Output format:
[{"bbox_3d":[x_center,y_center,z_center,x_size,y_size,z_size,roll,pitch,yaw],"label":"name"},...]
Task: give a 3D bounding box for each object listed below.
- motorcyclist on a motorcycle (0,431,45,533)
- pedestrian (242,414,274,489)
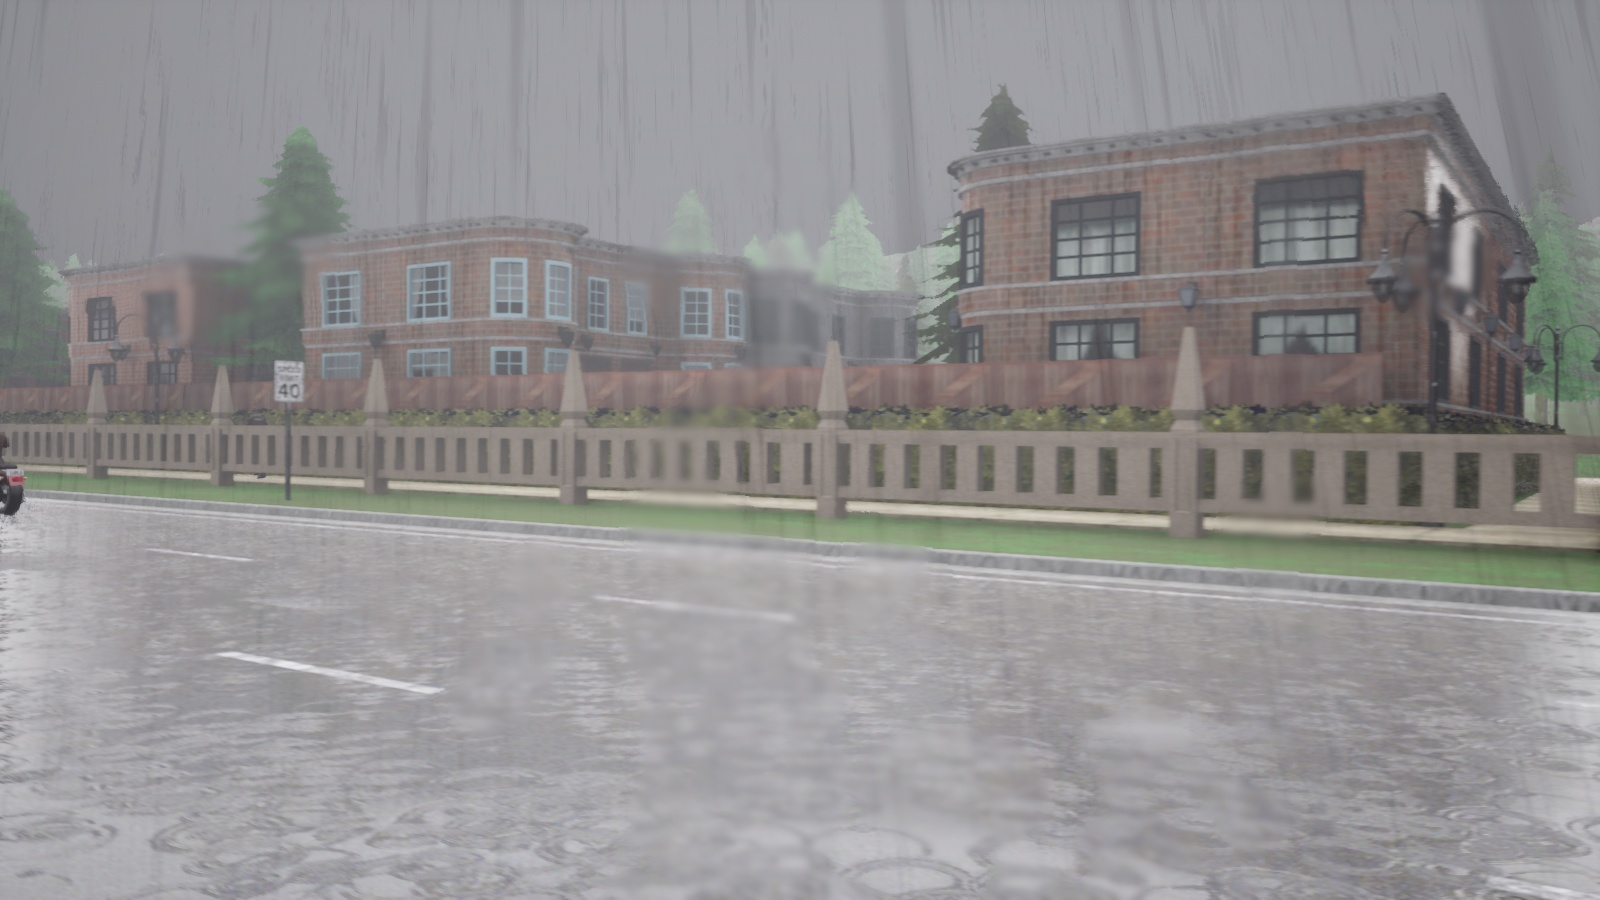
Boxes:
[{"bbox_3d":[-13.729,0.517,21.147,2.350,1.649,0.766,0,1,34],"label":"motorcyclist on a motorcycle"},{"bbox_3d":[-13.558,0.034,31.411,0.720,1.854,0.376,0,1,34],"label":"pedestrian"}]
